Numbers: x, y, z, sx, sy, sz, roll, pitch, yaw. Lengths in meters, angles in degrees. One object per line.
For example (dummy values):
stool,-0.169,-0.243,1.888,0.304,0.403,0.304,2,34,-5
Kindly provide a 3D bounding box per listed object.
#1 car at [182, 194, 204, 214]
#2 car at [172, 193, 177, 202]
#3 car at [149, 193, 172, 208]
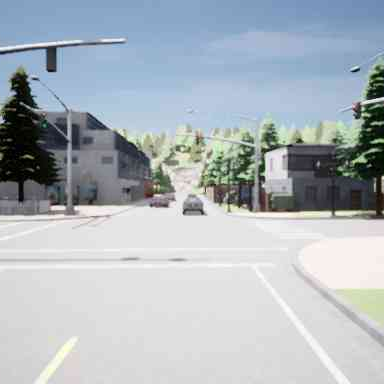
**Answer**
car,0.096,1.150,29.879,2.033,1.411,5.357,0,1,0
car,-3.575,0.817,53.297,1.812,1.442,4.674,0,1,0
car,-3.597,1.070,37.150,1.994,1.385,4.181,0,1,0
